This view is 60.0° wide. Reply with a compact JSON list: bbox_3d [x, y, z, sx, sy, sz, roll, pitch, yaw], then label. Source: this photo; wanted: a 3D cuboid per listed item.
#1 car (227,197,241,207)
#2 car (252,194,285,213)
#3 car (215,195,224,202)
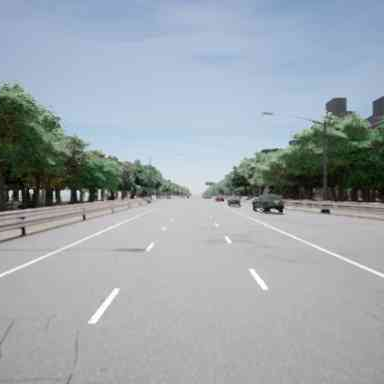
[{"bbox_3d":[6.945,1.590,55.376,1.837,1.490,4.892,-1,0,0],"label":"car"},{"bbox_3d":[8.708,1.290,38.396,2.150,2.045,5.566,0,0,-9],"label":"car"},{"bbox_3d":[7.014,1.535,85.709,2.097,1.767,4.553,0,0,0],"label":"car"}]
